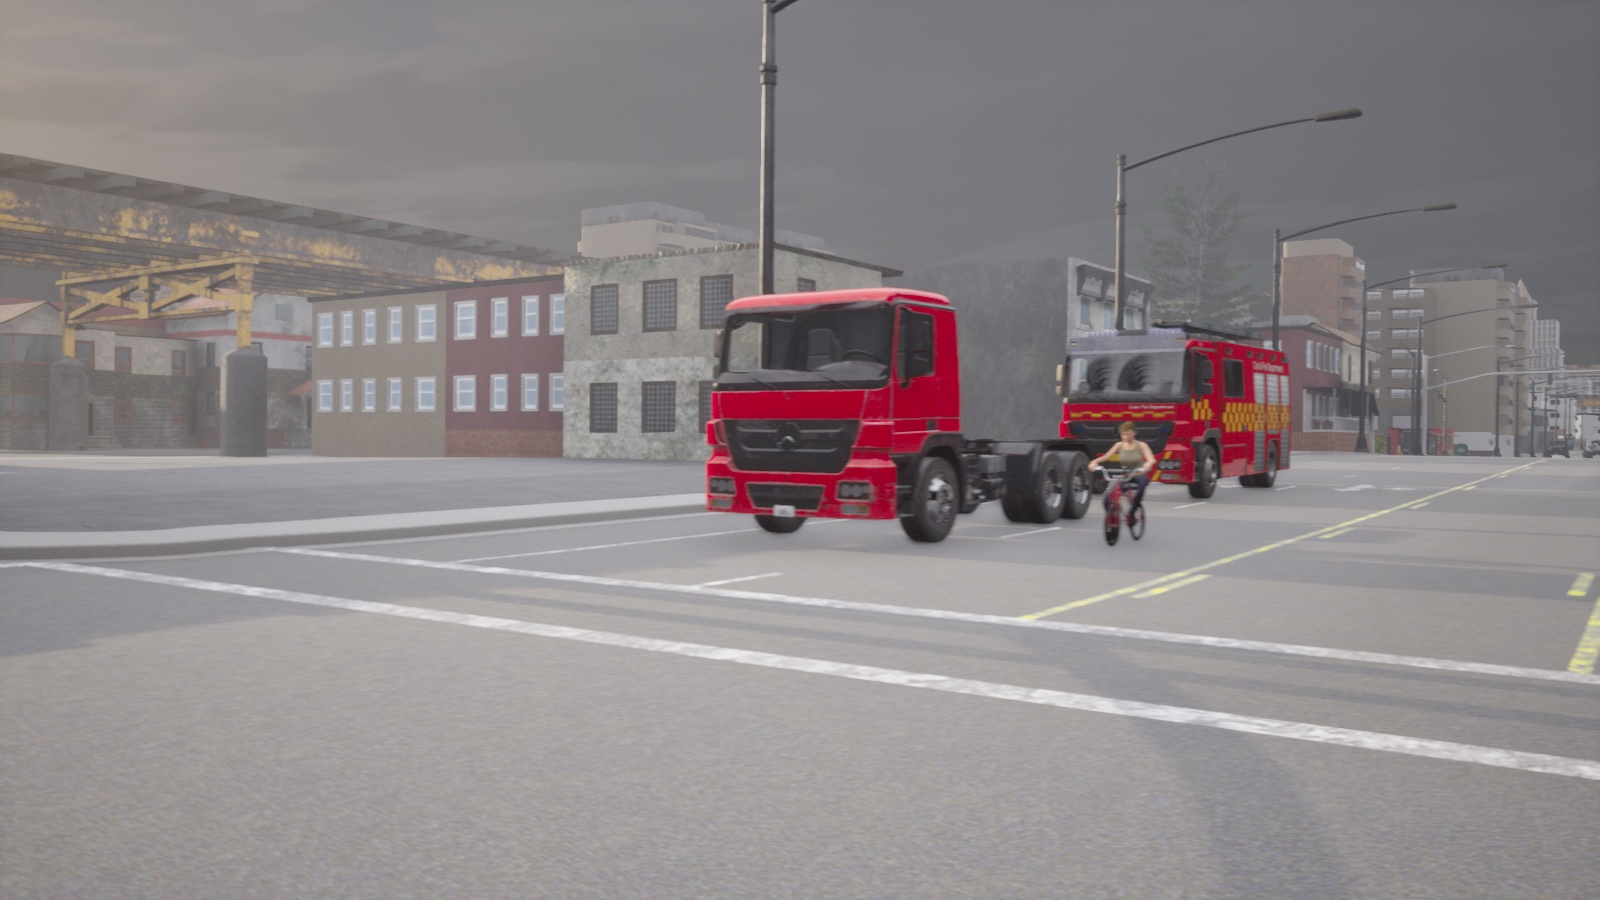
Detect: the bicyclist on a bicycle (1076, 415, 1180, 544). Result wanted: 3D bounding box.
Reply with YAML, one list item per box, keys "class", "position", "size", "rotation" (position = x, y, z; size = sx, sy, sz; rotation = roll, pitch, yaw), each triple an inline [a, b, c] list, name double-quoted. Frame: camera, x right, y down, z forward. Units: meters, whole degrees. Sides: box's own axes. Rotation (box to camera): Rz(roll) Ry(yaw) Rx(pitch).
- class: "bicyclist on a bicycle"
  position: [4.333, 0.353, 16.531]
  size: [0.866, 1.612, 1.509]
  rotation: [0, 1, 34]

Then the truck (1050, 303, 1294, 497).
- class: "truck"
  position: [8.883, -1.118, 29.125]
  size: [2.891, 3.827, 8.468]
  rotation: [0, 2, 35]

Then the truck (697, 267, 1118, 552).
- class: "truck"
  position: [2.071, -0.589, 19.304]
  size: [2.891, 3.462, 7.936]
  rotation: [0, 1, 34]
